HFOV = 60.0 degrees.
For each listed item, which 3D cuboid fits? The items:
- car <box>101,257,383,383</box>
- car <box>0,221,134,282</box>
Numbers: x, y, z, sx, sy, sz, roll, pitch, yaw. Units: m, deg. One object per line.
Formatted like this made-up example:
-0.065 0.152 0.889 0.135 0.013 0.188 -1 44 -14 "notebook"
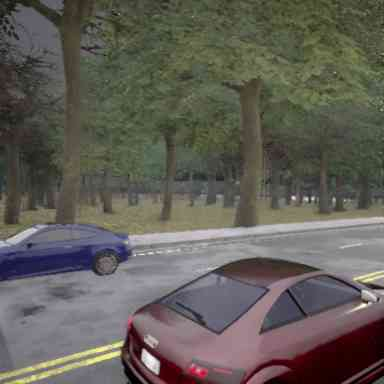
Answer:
1.235 1.589 4.326 4.181 1.385 1.994 0 0 -36 "car"
-3.866 1.548 8.924 4.674 1.442 1.812 0 0 -35 "car"
